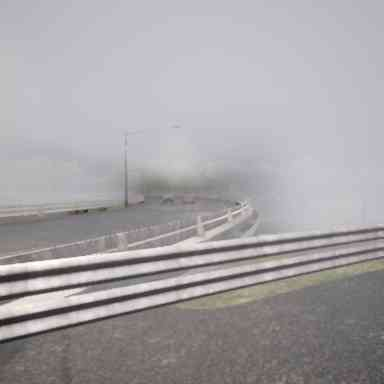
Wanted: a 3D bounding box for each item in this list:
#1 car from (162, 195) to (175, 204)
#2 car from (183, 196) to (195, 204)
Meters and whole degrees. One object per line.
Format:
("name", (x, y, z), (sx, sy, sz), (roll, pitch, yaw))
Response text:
("car", (-4.056, 1.311, 57.562), (1.837, 1.490, 4.892), (0, 0, -5))
("car", (-0.523, 1.359, 56.021), (1.994, 1.385, 4.181), (0, 0, -2))
